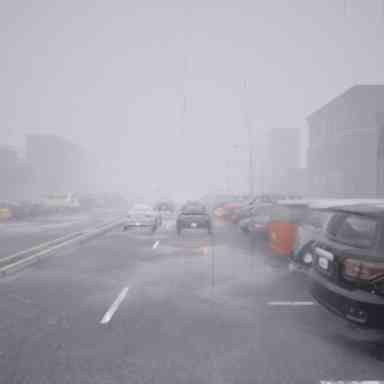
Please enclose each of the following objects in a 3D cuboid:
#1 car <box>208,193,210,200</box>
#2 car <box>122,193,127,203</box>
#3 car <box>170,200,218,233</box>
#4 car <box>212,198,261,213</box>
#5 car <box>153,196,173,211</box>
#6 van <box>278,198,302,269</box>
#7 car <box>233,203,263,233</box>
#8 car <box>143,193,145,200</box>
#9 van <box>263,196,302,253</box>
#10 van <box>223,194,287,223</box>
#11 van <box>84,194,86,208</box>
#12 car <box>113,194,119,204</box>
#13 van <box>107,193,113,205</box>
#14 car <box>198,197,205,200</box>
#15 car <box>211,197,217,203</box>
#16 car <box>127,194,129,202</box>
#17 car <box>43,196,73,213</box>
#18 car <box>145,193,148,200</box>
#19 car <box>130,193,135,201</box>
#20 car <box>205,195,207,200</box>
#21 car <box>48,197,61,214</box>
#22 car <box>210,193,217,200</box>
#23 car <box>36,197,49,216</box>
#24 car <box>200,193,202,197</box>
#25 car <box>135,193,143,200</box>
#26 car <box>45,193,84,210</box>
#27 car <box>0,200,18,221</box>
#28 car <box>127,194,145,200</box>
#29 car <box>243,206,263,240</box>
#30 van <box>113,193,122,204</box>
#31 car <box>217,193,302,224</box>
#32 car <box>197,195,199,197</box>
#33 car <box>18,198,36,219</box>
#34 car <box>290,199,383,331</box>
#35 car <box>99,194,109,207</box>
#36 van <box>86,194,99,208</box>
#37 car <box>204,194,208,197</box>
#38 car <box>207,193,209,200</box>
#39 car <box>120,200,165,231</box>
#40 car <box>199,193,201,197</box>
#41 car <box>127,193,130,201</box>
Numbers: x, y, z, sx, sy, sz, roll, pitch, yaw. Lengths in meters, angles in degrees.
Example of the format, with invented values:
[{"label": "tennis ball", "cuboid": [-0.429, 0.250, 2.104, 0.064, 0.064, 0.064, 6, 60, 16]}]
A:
[{"label": "car", "cuboid": [4.680, 1.293, 41.357, 4.553, 1.767, 2.185, 0, 0, 0]}, {"label": "car", "cuboid": [-15.542, 1.254, 62.041, 5.566, 2.045, 2.435, 0, 0, 0]}, {"label": "car", "cuboid": [0.101, 1.431, 19.096, 2.128, 1.511, 4.902, 0, 0, 0]}, {"label": "car", "cuboid": [4.705, 1.413, 35.799, 4.892, 1.521, 2.231, 0, 0, 0]}, {"label": "car", "cuboid": [-2.898, 1.457, 36.085, 1.812, 1.442, 4.674, 0, 0, 0]}, {"label": "van", "cuboid": [4.593, 1.222, 8.010, 4.442, 1.987, 1.878, 0, 0, 0]}, {"label": "car", "cuboid": [4.680, 1.454, 16.347, 4.792, 1.488, 2.163, 0, 0, 0]}, {"label": "car", "cuboid": [-15.534, 1.598, 86.862, 4.674, 1.452, 2.002, 0, 0, 0]}, {"label": "van", "cuboid": [4.827, 1.214, 10.787, 4.442, 1.987, 1.878, 0, 0, 0]}, {"label": "van", "cuboid": [4.594, 1.187, 24.683, 4.442, 1.987, 1.878, 0, 0, 0]}, {"label": "van", "cuboid": [-15.613, 1.213, 39.982, 4.442, 1.987, 1.878, 0, 0, 0]}, {"label": "car", "cuboid": [-15.515, 1.485, 56.525, 5.008, 1.535, 2.097, 0, 0, 0]}, {"label": "van", "cuboid": [-15.624, 1.250, 53.768, 4.442, 1.987, 1.878, 0, 0, 0]}, {"label": "car", "cuboid": [0.101, 1.495, 35.449, 1.994, 1.385, 4.181, 0, 0, 0]}, {"label": "car", "cuboid": [4.525, 1.408, 27.462, 5.366, 1.575, 1.946, 0, 0, 0]}, {"label": "car", "cuboid": [-15.510, 1.514, 64.923, 5.008, 1.535, 2.097, 0, 0, 0]}, {"label": "car", "cuboid": [-15.498, 1.431, 34.468, 5.008, 1.535, 2.097, 0, 0, 0]}, {"label": "car", "cuboid": [-15.506, 1.309, 89.620, 5.566, 2.045, 2.435, 0, 0, 0]}, {"label": "car", "cuboid": [-15.548, 1.279, 70.316, 5.566, 2.045, 2.435, 0, 0, 0]}, {"label": "car", "cuboid": [4.717, 1.430, 46.915, 4.892, 1.521, 2.231, 0, 0, 0]}, {"label": "car", "cuboid": [-15.493, 1.469, 31.710, 4.674, 1.452, 2.002, 0, 0, 0]}, {"label": "car", "cuboid": [4.682, 1.158, 30.240, 5.566, 2.045, 2.435, 0, 0, 0]}, {"label": "car", "cuboid": [-15.518, 1.457, 28.954, 4.792, 1.488, 2.163, 0, 0, 0]}, {"label": "car", "cuboid": [4.705, 1.493, 69.149, 4.892, 1.521, 2.231, 0, 0, 0]}, {"label": "car", "cuboid": [-15.501, 1.586, 84.104, 4.792, 1.488, 2.163, 0, 0, 0]}, {"label": "car", "cuboid": [-15.523, 1.183, 37.224, 5.566, 2.045, 2.435, 0, 0, 0]}, {"label": "car", "cuboid": [-15.669, 1.426, 23.439, 5.366, 1.575, 1.946, 0, 0, 0]}, {"label": "car", "cuboid": [-15.505, 1.436, 92.378, 4.553, 1.767, 2.185, 0, 0, 0]}, {"label": "car", "cuboid": [4.707, 1.471, 13.693, 4.674, 1.452, 2.002, 0, 0, 0]}, {"label": "van", "cuboid": [-15.395, 1.269, 59.284, 4.442, 1.987, 1.878, 0, 0, 0]}, {"label": "car", "cuboid": [4.682, 1.164, 21.905, 5.566, 2.045, 2.435, 0, 0, 0]}, {"label": "car", "cuboid": [4.684, 1.272, 83.048, 5.566, 2.045, 2.435, 0, 0, 0]}, {"label": "car", "cuboid": [-15.480, 1.429, 26.195, 4.892, 1.521, 2.231, 0, 0, 0]}, {"label": "car", "cuboid": [4.738, 1.207, 5.229, 5.566, 2.045, 2.435, 0, 0, 0]}, {"label": "car", "cuboid": [-15.318, 1.455, 48.253, 5.366, 1.575, 1.946, 0, 0, 0]}, {"label": "van", "cuboid": [-15.618, 1.224, 45.495, 4.442, 1.987, 1.878, 0, 0, 0]}, {"label": "car", "cuboid": [4.707, 1.436, 49.692, 5.008, 1.535, 2.097, 0, 0, 0]}, {"label": "car", "cuboid": [4.680, 1.297, 44.137, 4.553, 1.767, 2.185, 0, 0, 0]}, {"label": "car", "cuboid": [-2.899, 1.464, 20.077, 1.812, 1.442, 4.674, 0, 0, 0]}, {"label": "car", "cuboid": [4.683, 1.547, 80.267, 4.792, 1.488, 2.163, 0, 0, 0]}, {"label": "car", "cuboid": [-15.548, 1.397, 67.681, 4.553, 1.767, 2.185, 0, 0, 0]}]
